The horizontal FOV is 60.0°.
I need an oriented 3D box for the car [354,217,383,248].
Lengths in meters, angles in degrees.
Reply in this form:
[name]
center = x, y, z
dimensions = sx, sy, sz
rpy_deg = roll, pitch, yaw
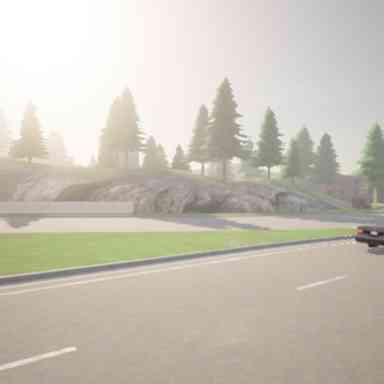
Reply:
[car]
center = 9.286, 1.667, 14.144
dimensions = 5.357, 1.411, 2.033
rpy_deg = 0, 0, -29
